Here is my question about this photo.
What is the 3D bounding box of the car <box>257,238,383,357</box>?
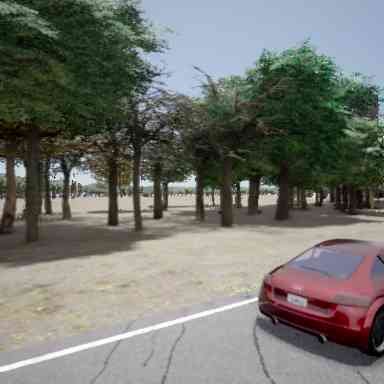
[{"bbox_3d":[3.170,1.573,6.132,4.181,1.385,1.994,0,0,-37],"label":"car"}]
